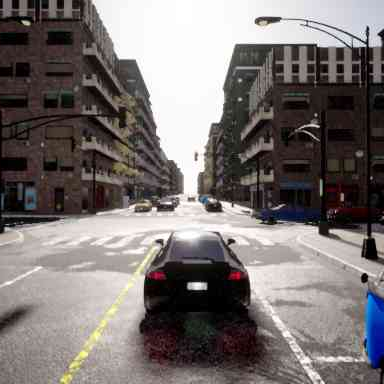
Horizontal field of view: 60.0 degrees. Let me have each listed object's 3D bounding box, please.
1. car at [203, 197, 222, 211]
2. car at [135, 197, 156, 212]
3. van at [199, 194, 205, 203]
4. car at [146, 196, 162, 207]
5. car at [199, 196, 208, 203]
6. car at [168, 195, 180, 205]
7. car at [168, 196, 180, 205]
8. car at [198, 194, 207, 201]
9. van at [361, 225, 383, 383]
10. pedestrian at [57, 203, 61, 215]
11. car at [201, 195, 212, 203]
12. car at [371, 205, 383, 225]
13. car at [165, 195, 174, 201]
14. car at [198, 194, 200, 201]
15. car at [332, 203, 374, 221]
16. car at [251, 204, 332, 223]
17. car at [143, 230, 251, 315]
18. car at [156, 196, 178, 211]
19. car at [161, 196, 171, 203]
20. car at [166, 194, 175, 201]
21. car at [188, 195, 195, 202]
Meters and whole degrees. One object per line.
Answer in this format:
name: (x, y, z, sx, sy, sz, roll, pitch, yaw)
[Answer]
car: (2.636, 1.573, 39.986, 1.947, 1.339, 4.313, 1, 0, 0)
car: (-5.743, 1.533, 39.801, 1.752, 1.417, 4.829, 1, 0, 0)
van: (2.612, 1.353, 56.913, 1.690, 1.788, 3.998, 1, 0, 0)
car: (-5.761, 1.451, 51.257, 1.967, 1.590, 4.097, 1, 0, 0)
car: (2.579, 1.600, 73.841, 1.802, 1.307, 4.206, 1, 0, 0)
car: (-3.179, 1.488, 49.683, 1.882, 1.535, 5.008, 0, 0, 0)
car: (-3.169, 1.491, 60.059, 1.882, 1.535, 5.008, 0, 0, 0)
car: (2.565, 1.338, 85.126, 2.192, 1.841, 5.009, 1, 0, 0)
van: (2.671, 1.341, 2.039, 1.690, 1.788, 3.998, 1, 0, 0)
pedestrian: (-12.591, 1.592, 31.395, 0.500, 1.100, 0.500, 0, -1, 1)
car: (2.627, 1.560, 45.628, 2.008, 1.369, 4.403, 1, 0, 0)
car: (13.505, 1.580, 19.807, 4.313, 1.339, 1.947, 0, -1, 1)
car: (-5.819, 1.574, 85.112, 2.008, 1.369, 4.403, 1, 0, 0)
car: (2.589, 1.541, 68.368, 1.752, 1.417, 4.829, 1, 0, 0)
car: (13.595, 1.603, 28.189, 4.097, 1.590, 1.967, 0, -1, 1)
car: (7.286, 1.603, 25.131, 5.357, 1.411, 2.033, 1, 0, -7)
car: (0.088, 1.565, 7.641, 1.994, 1.385, 4.181, 0, 0, 0)
car: (-3.167, 1.571, 40.966, 1.994, 1.385, 4.181, 0, 0, 0)
car: (-5.800, 1.563, 73.827, 1.887, 1.381, 4.507, 1, 0, 0)
car: (-5.827, 1.466, 90.755, 1.967, 1.590, 4.097, 1, 0, 0)
car: (-0.135, 1.546, 80.516, 2.128, 1.511, 4.902, 0, 0, 0)
